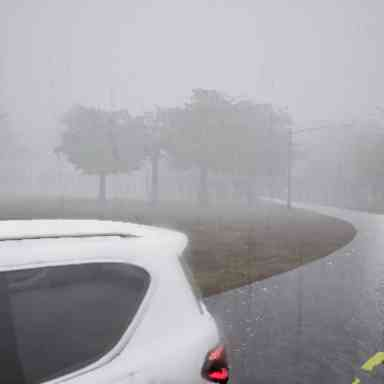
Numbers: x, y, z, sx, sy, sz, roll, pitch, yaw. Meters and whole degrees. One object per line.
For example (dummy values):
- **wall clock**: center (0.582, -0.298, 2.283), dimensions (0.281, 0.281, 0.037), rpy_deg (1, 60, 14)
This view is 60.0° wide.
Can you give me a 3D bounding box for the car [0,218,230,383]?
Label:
- **car**: center (-2.291, 1.212, 1.333), dimensions (5.566, 2.045, 2.150), rpy_deg (1, 0, -37)
